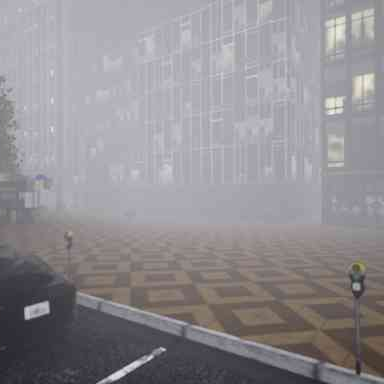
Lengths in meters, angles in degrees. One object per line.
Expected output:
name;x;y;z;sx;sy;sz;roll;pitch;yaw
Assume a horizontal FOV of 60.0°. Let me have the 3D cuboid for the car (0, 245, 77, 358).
car;-3.696;1.568;5.515;4.313;1.339;1.947;0;0;36
